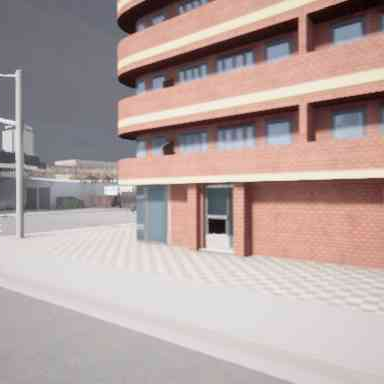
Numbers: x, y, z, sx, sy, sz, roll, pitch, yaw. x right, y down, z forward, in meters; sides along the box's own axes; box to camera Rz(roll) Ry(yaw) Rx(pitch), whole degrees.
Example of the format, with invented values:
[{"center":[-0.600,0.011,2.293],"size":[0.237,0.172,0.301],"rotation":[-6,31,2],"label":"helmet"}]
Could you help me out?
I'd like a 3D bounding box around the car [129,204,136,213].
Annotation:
[{"center":[-5.388,1.668,39.651],"size":[1.837,1.490,4.892],"rotation":[0,0,35],"label":"car"}]
